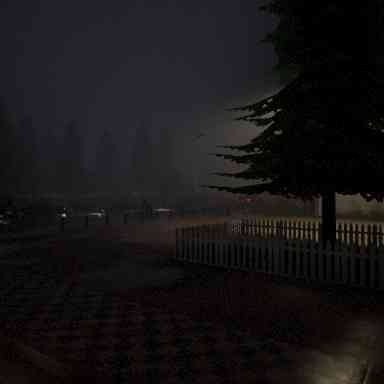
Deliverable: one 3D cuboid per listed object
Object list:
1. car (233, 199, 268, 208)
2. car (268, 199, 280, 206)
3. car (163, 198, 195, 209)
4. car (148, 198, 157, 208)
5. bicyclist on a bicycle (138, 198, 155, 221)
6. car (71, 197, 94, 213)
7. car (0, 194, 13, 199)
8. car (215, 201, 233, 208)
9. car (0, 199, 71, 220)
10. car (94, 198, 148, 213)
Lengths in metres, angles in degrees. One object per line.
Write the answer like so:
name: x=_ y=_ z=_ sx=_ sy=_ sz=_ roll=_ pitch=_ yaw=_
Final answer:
car: x=8.425 y=1.221 z=47.423 sx=2.150 sy=2.045 sz=5.566 roll=0 pitch=0 yaw=36
car: x=14.335 y=1.547 z=55.724 sx=2.033 sy=1.411 sz=5.357 roll=0 pitch=0 yaw=36
car: x=-1.653 y=1.547 z=45.656 sx=2.033 sy=1.411 sz=5.357 roll=0 pitch=0 yaw=36
car: x=-6.608 y=1.526 z=44.753 sx=1.812 sy=1.442 sz=4.674 roll=0 pitch=0 yaw=36
bicyclist on a bicycle: x=-3.363 y=1.302 z=24.363 sx=1.656 sy=1.620 sz=0.582 roll=0 pitch=0 yaw=35
car: x=-12.554 y=1.352 z=36.419 sx=2.097 sy=1.767 sz=4.553 roll=0 pitch=0 yaw=36
car: x=-18.155 y=1.222 z=28.566 sx=2.150 sy=2.045 sz=5.566 roll=0 pitch=0 yaw=35
car: x=5.157 y=1.564 z=48.940 sx=1.994 sy=1.385 sz=4.181 roll=0 pitch=0 yaw=35
car: x=-13.668 y=1.547 z=28.831 sx=2.033 sy=1.411 sz=5.357 roll=0 pitch=0 yaw=35
car: x=-7.822 y=1.547 z=37.028 sx=2.033 sy=1.411 sz=5.357 roll=0 pitch=0 yaw=35
